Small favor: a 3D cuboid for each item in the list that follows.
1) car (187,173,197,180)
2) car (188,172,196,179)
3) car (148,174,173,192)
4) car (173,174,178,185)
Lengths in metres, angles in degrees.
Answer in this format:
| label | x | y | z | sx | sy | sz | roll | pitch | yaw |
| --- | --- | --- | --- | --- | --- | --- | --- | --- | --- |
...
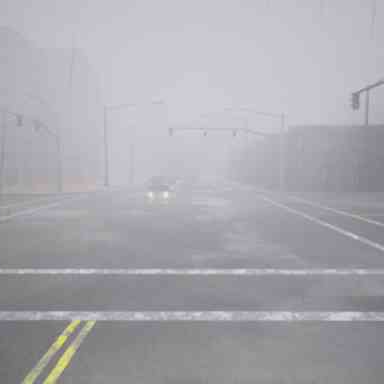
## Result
| label | x | y | z | sx | sy | sz | roll | pitch | yaw |
| --- | --- | --- | --- | --- | --- | --- | --- | --- | --- |
| car | -0.037 | -3.268 | 71.111 | 1.994 | 1.385 | 4.181 | 0 | 4 | 0 |
| car | -0.042 | -4.035 | 80.935 | 2.033 | 1.411 | 5.357 | 0 | 4 | 0 |
| car | -3.610 | -1.020 | 37.041 | 2.097 | 1.767 | 4.553 | 0 | 4 | 0 |
| car | -3.611 | -1.885 | 52.041 | 1.994 | 1.385 | 4.181 | 0 | 4 | 0 |
